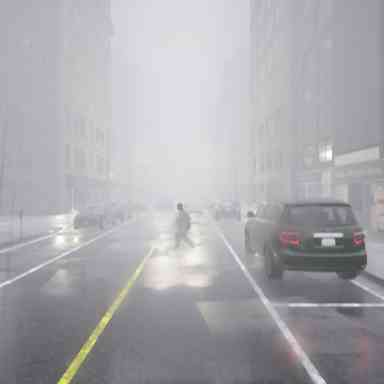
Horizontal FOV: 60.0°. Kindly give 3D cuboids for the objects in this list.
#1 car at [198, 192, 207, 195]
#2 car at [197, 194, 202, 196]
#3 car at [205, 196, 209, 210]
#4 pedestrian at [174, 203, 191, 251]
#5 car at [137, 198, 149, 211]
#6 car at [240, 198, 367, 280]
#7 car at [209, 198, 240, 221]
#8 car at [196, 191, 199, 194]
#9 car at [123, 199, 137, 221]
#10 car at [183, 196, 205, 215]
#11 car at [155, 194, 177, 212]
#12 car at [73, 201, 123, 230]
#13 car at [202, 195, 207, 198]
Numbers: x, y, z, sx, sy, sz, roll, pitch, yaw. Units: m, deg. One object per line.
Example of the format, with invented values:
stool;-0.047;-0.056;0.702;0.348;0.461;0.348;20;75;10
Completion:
car;2.789;1.182;77.572;1.967;1.590;4.097;0;0;0
car;-0.010;1.380;42.147;1.812;1.442;4.674;0;0;0
car;2.657;1.451;37.329;1.802;1.307;4.206;0;0;0
pedestrian;-0.356;1.249;12.344;0.375;1.860;0.375;0;0;-15
car;-5.869;1.420;37.320;2.008;1.369;4.403;0;0;0
car;2.997;1.187;9.991;2.150;2.045;5.566;0;0;0
car;2.660;1.347;26.139;1.967;1.590;4.097;0;0;0
car;2.836;1.147;88.910;1.967;1.590;4.097;0;0;0
car;-5.866;1.452;26.129;1.887;1.381;4.507;0;0;0
car;0.055;1.412;32.153;1.812;1.442;4.674;0;0;1
car;-3.085;1.346;37.701;1.882;1.535;5.008;0;0;0
car;-5.864;1.471;20.533;1.887;1.381;4.507;0;0;0
car;2.655;1.402;42.922;2.008;1.369;4.403;0;0;0
